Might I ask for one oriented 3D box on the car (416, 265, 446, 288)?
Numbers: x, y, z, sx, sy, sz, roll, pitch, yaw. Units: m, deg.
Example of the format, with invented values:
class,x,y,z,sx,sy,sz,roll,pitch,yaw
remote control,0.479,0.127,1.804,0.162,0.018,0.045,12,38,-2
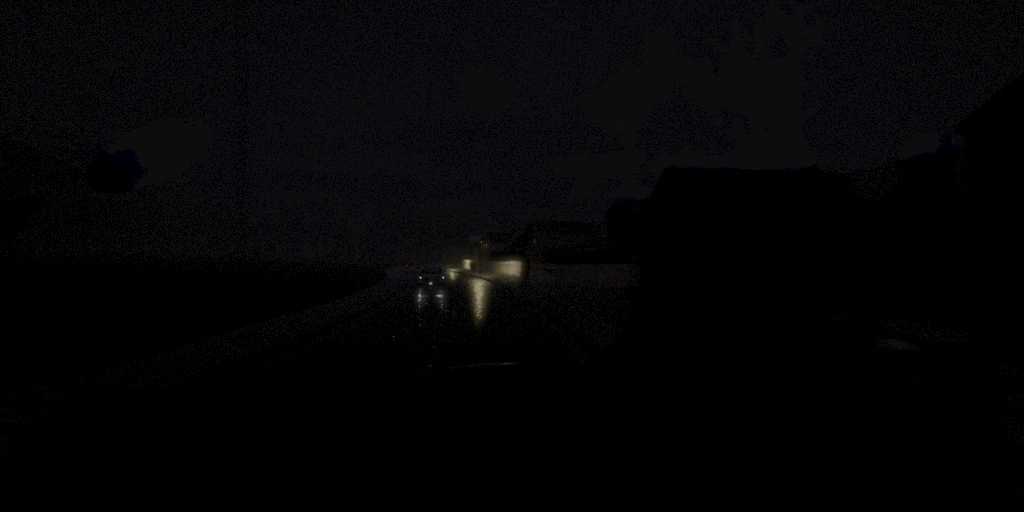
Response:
class,x,y,z,sx,sy,sz,roll,pitch,yaw
car,-5.690,1.501,25.519,1.895,1.301,4.718,0,0,-13
